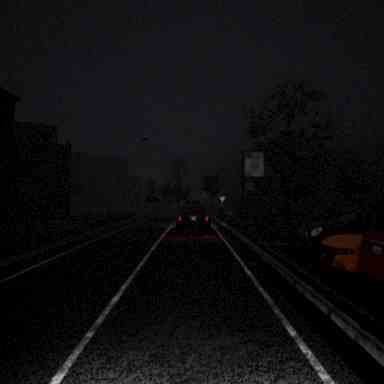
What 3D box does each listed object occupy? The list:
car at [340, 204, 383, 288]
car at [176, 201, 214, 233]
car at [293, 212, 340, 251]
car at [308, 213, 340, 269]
[{"bbox_3d":[6.267,1.224,6.480,5.566,2.045,2.435,0,0,0],"label":"car"},{"bbox_3d":[0.089,1.628,21.500,2.097,1.767,4.553,0,-1,0],"label":"car"},{"bbox_3d":[6.212,1.388,12.432,4.553,1.767,2.185,0,0,-1],"label":"car"},{"bbox_3d":[6.215,1.494,9.396,5.008,1.535,2.097,0,0,-1],"label":"car"}]
